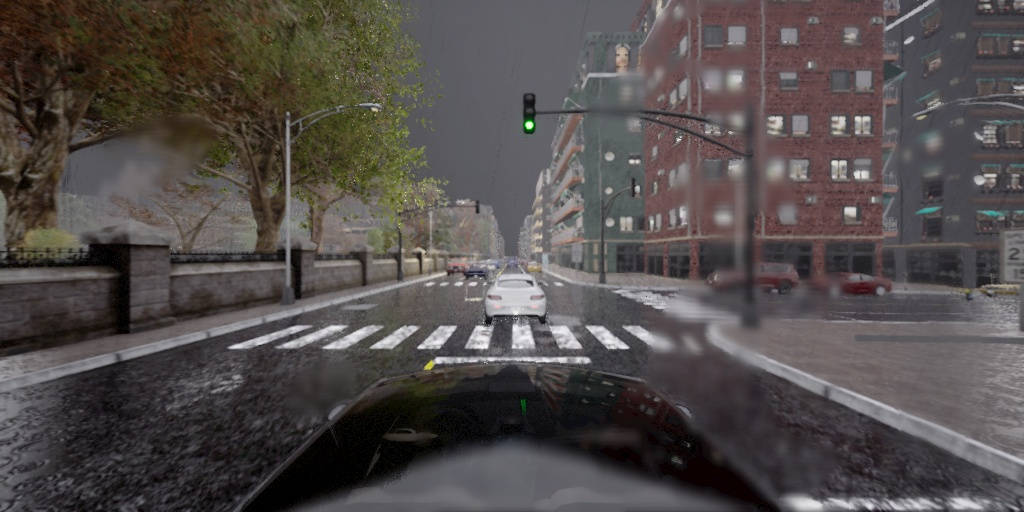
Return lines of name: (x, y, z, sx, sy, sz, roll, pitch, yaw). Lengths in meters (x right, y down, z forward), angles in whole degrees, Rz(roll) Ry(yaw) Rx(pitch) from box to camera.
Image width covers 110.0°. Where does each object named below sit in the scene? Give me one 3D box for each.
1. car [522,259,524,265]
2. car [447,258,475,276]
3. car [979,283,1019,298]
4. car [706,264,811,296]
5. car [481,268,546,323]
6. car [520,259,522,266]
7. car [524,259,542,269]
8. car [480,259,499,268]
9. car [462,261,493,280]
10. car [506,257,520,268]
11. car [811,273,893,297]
car: (2.736, 1.391, 49.440, 1.888, 1.381, 4.507, 0, 0, 0)
car: (-5.655, 1.134, 38.378, 2.192, 1.841, 5.009, 0, 0, 0)
car: (31.534, 1.894, 21.809, 4.829, 1.417, 1.751, 0, 0, 0)
car: (14.618, 1.374, 21.773, 5.009, 1.841, 2.192, 0, 0, 0)
car: (0.111, 1.293, 12.109, 1.812, 1.442, 4.674, 0, 0, 0)
car: (2.741, 1.410, 54.976, 2.007, 1.370, 4.403, 0, 0, 0)
car: (2.731, 1.358, 44.076, 1.751, 1.417, 4.829, 0, 0, 0)
car: (-3.039, 1.436, 45.236, 1.895, 1.301, 4.718, 0, 0, 0)
car: (-3.065, 1.407, 32.495, 1.895, 1.301, 4.718, 0, 0, 0)
car: (0.060, 1.406, 63.691, 1.812, 1.442, 4.674, 0, 0, 0)
car: (20.312, 1.707, 21.786, 4.507, 1.381, 1.888, 0, 0, 0)
